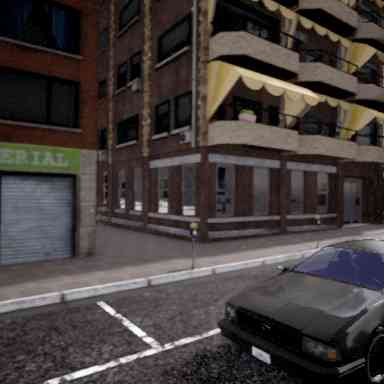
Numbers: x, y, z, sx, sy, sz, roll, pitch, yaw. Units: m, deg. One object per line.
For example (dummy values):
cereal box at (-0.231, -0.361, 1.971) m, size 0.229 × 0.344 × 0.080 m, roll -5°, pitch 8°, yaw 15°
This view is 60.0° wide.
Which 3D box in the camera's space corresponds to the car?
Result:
car at (2.989, 1.556, 5.509) m, size 5.357 × 1.411 × 2.033 m, roll 0°, pitch 0°, yaw -36°
